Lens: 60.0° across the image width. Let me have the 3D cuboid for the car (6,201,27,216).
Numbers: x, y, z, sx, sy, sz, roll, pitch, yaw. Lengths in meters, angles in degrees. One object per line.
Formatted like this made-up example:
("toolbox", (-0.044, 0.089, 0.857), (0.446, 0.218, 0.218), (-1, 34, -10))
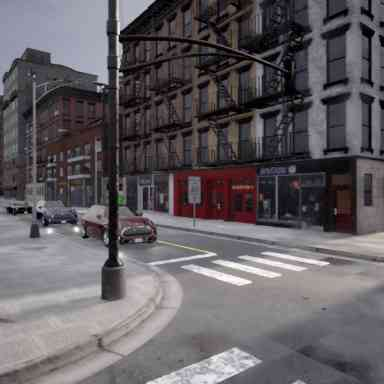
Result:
("car", (-16.351, 1.549, 31.802), (1.895, 1.301, 4.718), (0, 0, -38))

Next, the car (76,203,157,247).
("car", (-3.421, 1.335, 15.093), (2.097, 1.767, 4.553), (0, 0, -35))

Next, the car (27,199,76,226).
("car", (-9.566, 1.319, 23.021), (2.097, 1.767, 4.553), (0, 0, -37))
